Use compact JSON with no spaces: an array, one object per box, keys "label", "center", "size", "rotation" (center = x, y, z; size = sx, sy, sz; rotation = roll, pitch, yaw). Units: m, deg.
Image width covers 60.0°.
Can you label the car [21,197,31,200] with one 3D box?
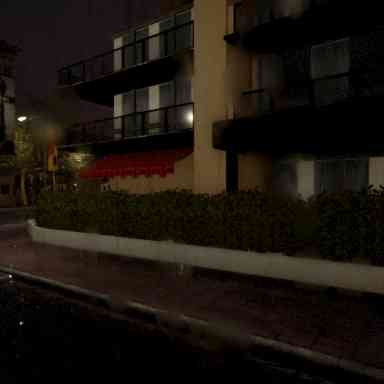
[{"label":"car","center":[-35.611,1.481,67.681],"size":[4.892,1.521,2.231],"rotation":[0,0,36]}]
